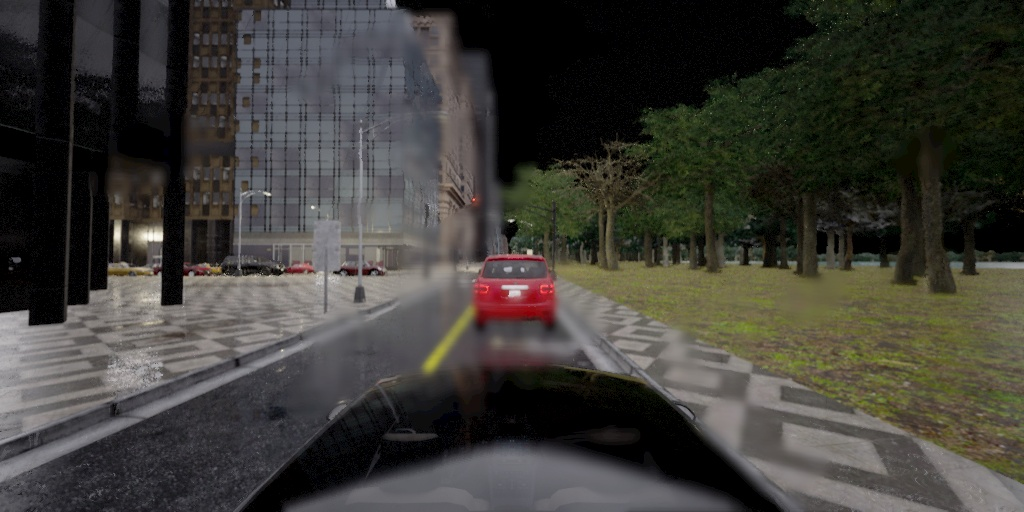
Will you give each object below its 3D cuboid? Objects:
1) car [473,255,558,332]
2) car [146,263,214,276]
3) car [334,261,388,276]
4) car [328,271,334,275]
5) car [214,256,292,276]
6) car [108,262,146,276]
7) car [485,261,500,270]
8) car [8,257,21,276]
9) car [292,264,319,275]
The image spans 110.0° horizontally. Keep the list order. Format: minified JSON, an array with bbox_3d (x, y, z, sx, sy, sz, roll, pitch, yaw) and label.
[{"bbox_3d":[0.101,0.982,11.097,2.150,2.045,5.566,0,0,0],"label":"car"},{"bbox_3d":[-29.937,1.263,32.690,4.507,1.381,1.888,0,0,0],"label":"car"},{"bbox_3d":[-13.506,1.147,32.694,4.097,1.591,1.967,0,0,-1],"label":"car"},{"bbox_3d":[-18.960,1.508,41.215,4.313,1.339,1.948,0,0,0],"label":"car"},{"bbox_3d":[-25.437,1.009,35.380,5.566,2.045,2.150,0,-2,0],"label":"car"},{"bbox_3d":[-35.254,1.246,32.689,4.829,1.417,1.751,0,0,0],"label":"car"},{"bbox_3d":[-3.024,1.435,55.517,2.033,1.411,5.357,0,0,0],"label":"car"},{"bbox_3d":[-46.400,1.167,32.686,4.097,1.591,1.967,0,0,0],"label":"car"},{"bbox_3d":[-24.447,1.528,41.214,4.207,1.307,1.802,0,0,0],"label":"car"}]
